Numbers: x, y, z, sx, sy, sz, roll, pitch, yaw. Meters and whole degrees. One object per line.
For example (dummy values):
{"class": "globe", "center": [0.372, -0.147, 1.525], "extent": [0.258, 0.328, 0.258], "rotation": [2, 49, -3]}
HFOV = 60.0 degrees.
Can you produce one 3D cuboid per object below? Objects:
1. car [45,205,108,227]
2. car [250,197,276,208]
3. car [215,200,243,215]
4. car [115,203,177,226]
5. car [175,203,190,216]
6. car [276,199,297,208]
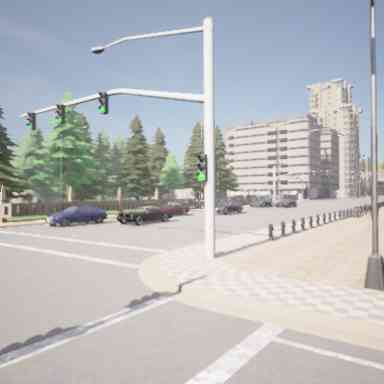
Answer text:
{"class": "car", "center": [-8.460, 1.723, 24.688], "extent": [1.812, 1.442, 4.674], "rotation": [-1, 0, 38]}
{"class": "car", "center": [10.664, 1.547, 51.334], "extent": [2.097, 1.767, 4.553], "rotation": [-1, 0, 36]}
{"class": "car", "center": [3.756, 1.655, 35.758], "extent": [2.128, 1.511, 4.902], "rotation": [-1, 0, 36]}
{"class": "car", "center": [-3.563, 1.766, 25.513], "extent": [1.895, 1.301, 4.718], "rotation": [-1, 0, 36]}
{"class": "car", "center": [-2.288, 1.798, 33.319], "extent": [1.895, 1.301, 4.718], "rotation": [-1, 0, 36]}
{"class": "car", "center": [14.390, 1.711, 50.505], "extent": [2.033, 1.411, 5.357], "rotation": [-1, 0, 36]}
